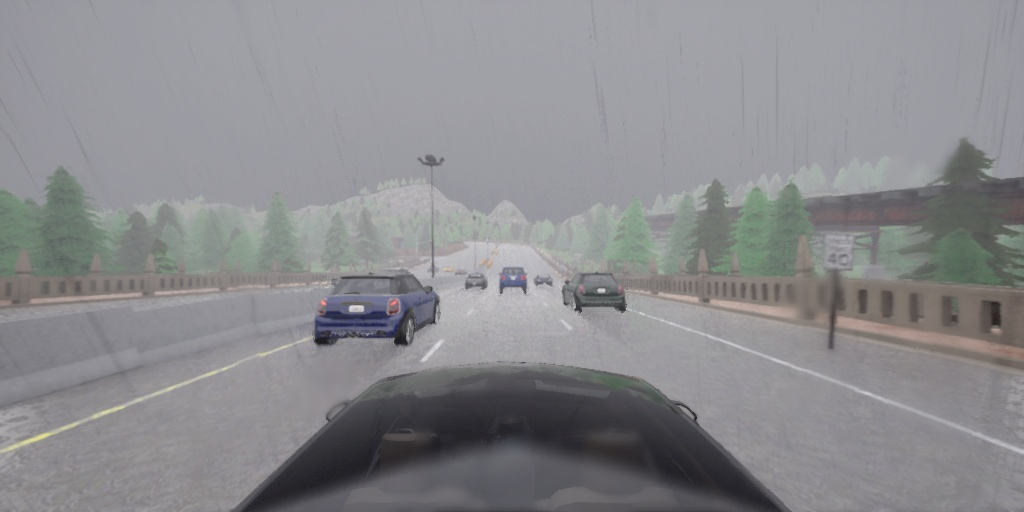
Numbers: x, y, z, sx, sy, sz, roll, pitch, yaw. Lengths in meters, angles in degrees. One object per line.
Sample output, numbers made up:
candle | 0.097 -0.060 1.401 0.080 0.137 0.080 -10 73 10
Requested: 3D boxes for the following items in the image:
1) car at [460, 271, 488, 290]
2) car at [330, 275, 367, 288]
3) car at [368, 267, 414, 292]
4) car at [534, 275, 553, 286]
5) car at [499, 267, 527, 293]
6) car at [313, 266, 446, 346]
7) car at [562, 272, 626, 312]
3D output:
car | -3.406 2.434 34.888 2.128 1.511 4.902 0 -2 0
car | -17.594 2.712 38.891 1.895 1.301 4.718 0 -2 0
car | -10.599 2.039 31.923 2.150 2.045 5.566 0 -2 0
car | 3.593 2.840 41.940 1.895 1.301 4.718 0 -2 0
car | 0.095 1.967 30.257 2.150 2.045 5.566 0 -3 0
car | -3.402 1.250 9.971 2.097 1.767 4.553 0 -2 0
car | 3.598 1.520 16.530 2.097 1.767 4.553 0 -2 0
